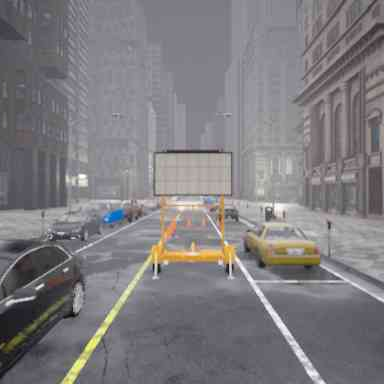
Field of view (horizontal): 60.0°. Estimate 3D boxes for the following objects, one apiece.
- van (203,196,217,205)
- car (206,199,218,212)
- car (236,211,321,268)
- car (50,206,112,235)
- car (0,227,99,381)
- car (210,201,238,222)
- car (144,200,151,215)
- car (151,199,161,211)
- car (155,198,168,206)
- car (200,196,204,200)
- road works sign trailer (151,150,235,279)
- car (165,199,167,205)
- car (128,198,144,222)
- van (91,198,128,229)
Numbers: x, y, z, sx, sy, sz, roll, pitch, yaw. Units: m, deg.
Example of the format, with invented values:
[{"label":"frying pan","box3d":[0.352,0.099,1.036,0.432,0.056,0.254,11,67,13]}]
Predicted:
[{"label":"van","box3d":[2.958,1.604,49.835,1.690,1.788,3.998,0,0,0]},{"label":"car","box3d":[2.915,1.786,38.784,1.802,1.307,4.206,0,0,0]},{"label":"car","box3d":[2.811,1.586,11.330,1.752,1.417,4.829,0,0,0]},{"label":"car","box3d":[-5.707,1.638,16.730,2.008,1.369,4.403,0,0,0]},{"label":"car","box3d":[-2.984,1.530,4.686,1.837,1.490,4.892,0,0,0]},{"label":"car","box3d":[2.873,1.697,27.735,2.008,1.369,4.403,0,0,0]},{"label":"car","box3d":[-5.650,1.719,33.306,1.887,1.381,4.507,0,0,0]},{"label":"car","box3d":[-5.613,1.758,44.187,1.752,1.417,4.829,0,0,0]},{"label":"car","box3d":[-5.556,1.866,60.933,1.887,1.381,4.507,0,0,0]},{"label":"car","box3d":[2.999,1.867,60.883,1.887,1.381,4.507,0,0,0]},{"label":"road works sign trailer","box3d":[0.036,0.518,10.213,2.380,3.560,2.880,0,0,0]},{"label":"car","box3d":[-5.575,1.836,55.408,1.887,1.381,4.507,0,0,0]},{"label":"car","box3d":[-5.668,1.461,27.782,2.192,1.841,5.009,0,0,0]},{"label":"van","box3d":[-5.687,1.458,22.257,1.690,1.788,3.998,0,0,0]}]
